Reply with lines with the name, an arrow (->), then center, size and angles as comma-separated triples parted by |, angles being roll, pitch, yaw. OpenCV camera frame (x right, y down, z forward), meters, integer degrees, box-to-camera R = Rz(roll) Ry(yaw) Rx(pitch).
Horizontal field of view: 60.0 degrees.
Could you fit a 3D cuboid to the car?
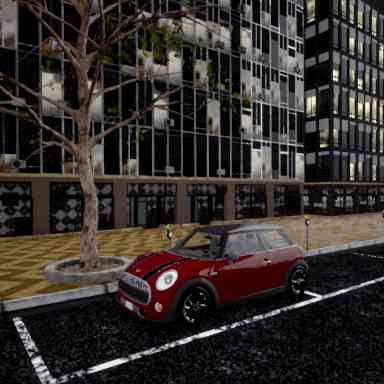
car -> 0.528, 1.439, 6.938 | 4.097, 1.590, 1.967 | 0, 0, -35
